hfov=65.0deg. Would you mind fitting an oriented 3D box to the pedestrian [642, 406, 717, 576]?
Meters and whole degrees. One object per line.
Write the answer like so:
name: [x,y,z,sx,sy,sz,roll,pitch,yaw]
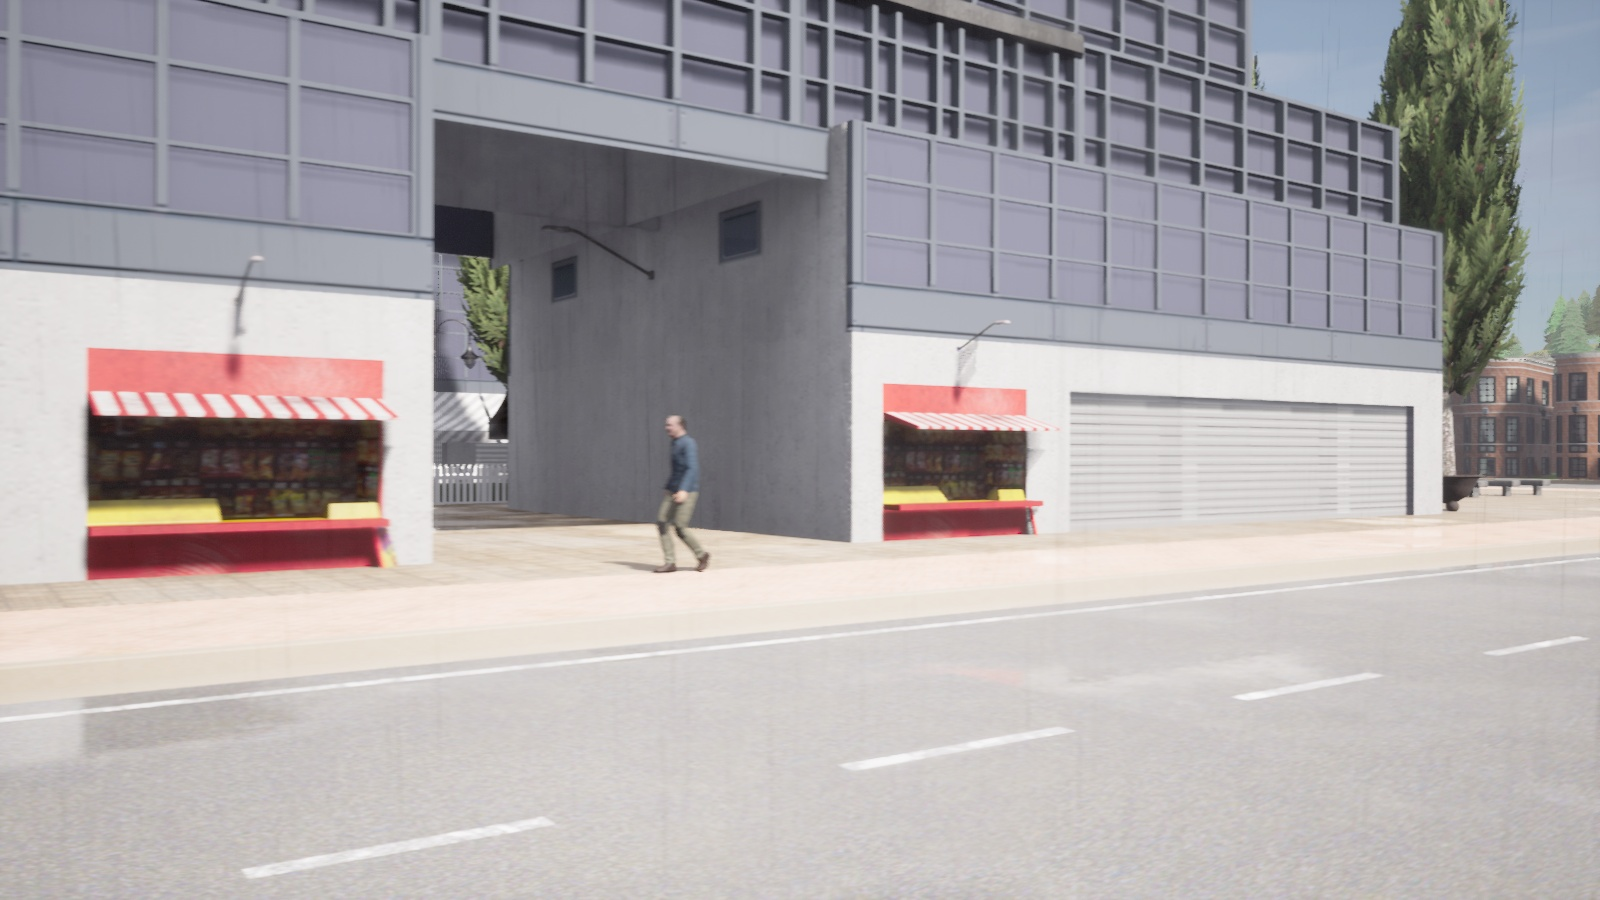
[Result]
pedestrian: [-1.342,0.440,13.974,0.726,1.842,0.402,0,0,-37]
